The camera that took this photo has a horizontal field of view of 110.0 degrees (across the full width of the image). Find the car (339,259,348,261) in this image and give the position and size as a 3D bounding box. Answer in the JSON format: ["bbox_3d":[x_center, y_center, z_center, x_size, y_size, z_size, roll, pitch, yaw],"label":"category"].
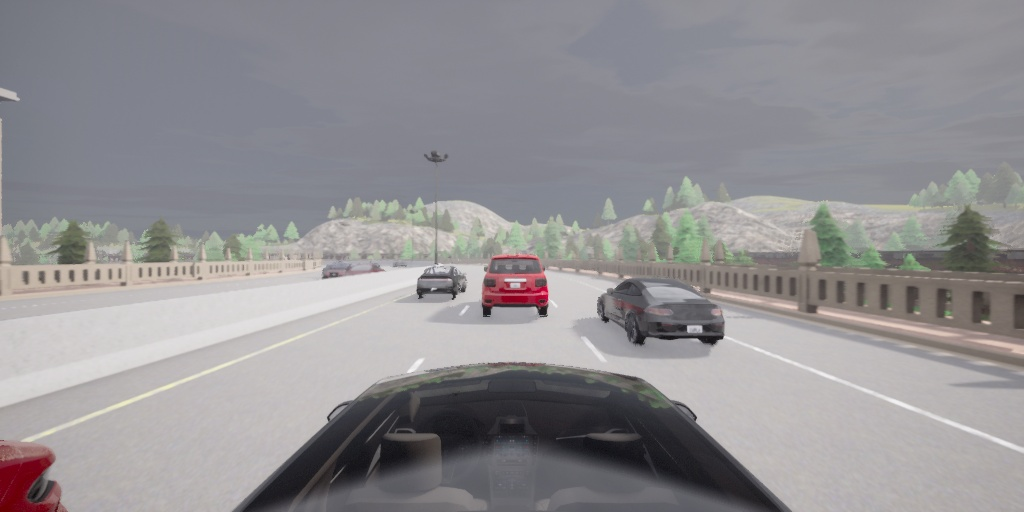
[{"bbox_3d":[-19.083,1.365,39.286,1.994,1.385,4.181,0,0,-10],"label":"car"}]

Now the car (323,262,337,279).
[{"bbox_3d":[-14.498,1.338,30.852,1.994,1.385,4.181,0,0,-5],"label":"car"}]

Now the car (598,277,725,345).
[{"bbox_3d":[3.599,1.275,9.360,1.812,1.442,4.674,0,0,0],"label":"car"}]

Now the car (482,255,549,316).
[{"bbox_3d":[0.100,0.972,13.405,2.150,2.045,5.566,0,0,0],"label":"car"}]

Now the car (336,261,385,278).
[{"bbox_3d":[-10.760,1.289,26.305,1.812,1.442,4.674,0,0,-2],"label":"car"}]

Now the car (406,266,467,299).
[{"bbox_3d":[-3.400,1.246,17.980,2.128,1.511,4.902,0,0,0],"label":"car"}]
